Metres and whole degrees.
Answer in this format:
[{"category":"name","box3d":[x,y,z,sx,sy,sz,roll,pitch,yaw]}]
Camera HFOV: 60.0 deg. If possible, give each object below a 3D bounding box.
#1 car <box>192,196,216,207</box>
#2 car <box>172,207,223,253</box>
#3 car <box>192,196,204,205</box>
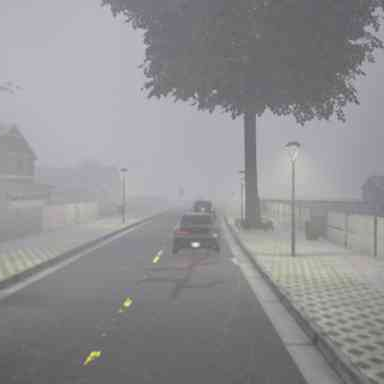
[{"category":"car","box3d":[1.021,1.485,28.877,2.097,1.767,4.553,0,0,4]},{"category":"car","box3d":[0.227,1.609,14.177,1.837,1.490,4.892,0,0,2]},{"category":"car","box3d":[1.193,1.538,61.386,1.837,1.490,4.892,0,0,5]}]
